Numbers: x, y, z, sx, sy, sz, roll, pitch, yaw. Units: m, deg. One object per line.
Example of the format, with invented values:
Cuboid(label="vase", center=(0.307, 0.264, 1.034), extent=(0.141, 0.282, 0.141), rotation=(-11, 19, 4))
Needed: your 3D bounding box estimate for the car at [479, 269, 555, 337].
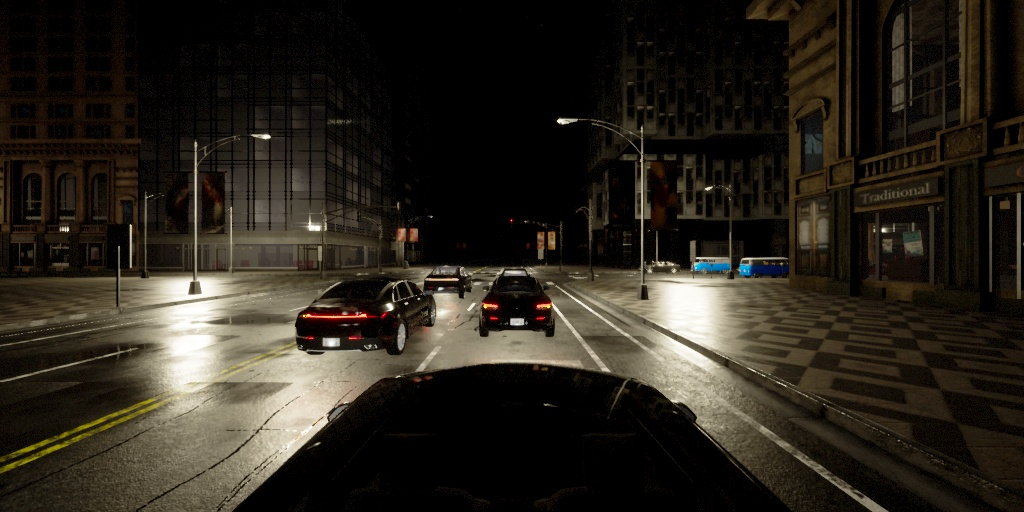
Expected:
Cuboid(label="car", center=(0.124, 1.276, 10.147), extent=(1.812, 1.442, 4.674), rotation=(0, 0, 0))

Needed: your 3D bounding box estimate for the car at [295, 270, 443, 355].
Cuboid(label="car", center=(-3.133, 1.255, 8.653), extent=(1.837, 1.490, 4.892), rotation=(0, 0, 0))

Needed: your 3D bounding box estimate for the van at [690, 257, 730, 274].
Cuboid(label="van", center=(21.604, 1.042, 38.857), extent=(3.998, 1.789, 1.690), rotation=(0, 0, 0))

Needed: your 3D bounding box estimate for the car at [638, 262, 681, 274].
Cuboid(label="car", center=(15.985, 1.264, 38.898), extent=(4.403, 1.370, 2.007), rotation=(0, 0, 0))

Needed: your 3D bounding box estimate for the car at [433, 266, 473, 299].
Cuboid(label="car", center=(-3.104, 1.242, 18.067), extent=(2.128, 1.511, 4.902), rotation=(0, 0, 0))

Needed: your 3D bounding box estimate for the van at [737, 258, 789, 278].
Cuboid(label="van", center=(21.544, 1.032, 30.332), extent=(3.998, 1.789, 1.690), rotation=(0, 0, 0))

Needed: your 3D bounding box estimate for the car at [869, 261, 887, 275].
Cuboid(label="car", center=(32.781, 1.252, 30.251), extent=(4.207, 1.307, 1.802), rotation=(0, 0, 0))
